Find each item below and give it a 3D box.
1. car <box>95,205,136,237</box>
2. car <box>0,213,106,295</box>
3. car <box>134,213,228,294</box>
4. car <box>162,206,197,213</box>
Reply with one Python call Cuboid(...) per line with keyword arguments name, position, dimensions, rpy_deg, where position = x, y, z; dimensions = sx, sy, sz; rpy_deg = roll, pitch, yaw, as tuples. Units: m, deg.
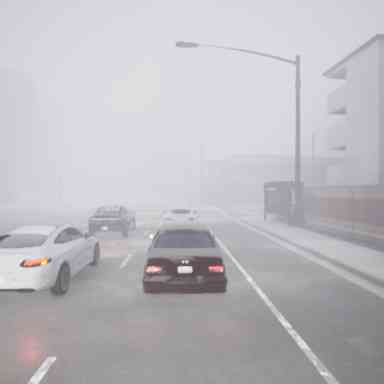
Cuboid(name="car", position=(-4.139, 1.458, 17.734), dimensions=(2.128, 1.511, 4.902), rpy_deg=(0, 0, -3))
Cuboid(name="car", position=(-3.720, 1.509, 8.516), dimensions=(1.812, 1.442, 4.674), rpy_deg=(0, 0, -2))
Cuboid(name="car", position=(-0.223, 1.531, 8.888), dimensions=(2.033, 1.411, 5.357), rpy_deg=(0, 0, -2))
Cuboid(name="car", position=(-0.689, 1.491, 18.723), dimensions=(1.812, 1.442, 4.674), rpy_deg=(0, 0, -3))
